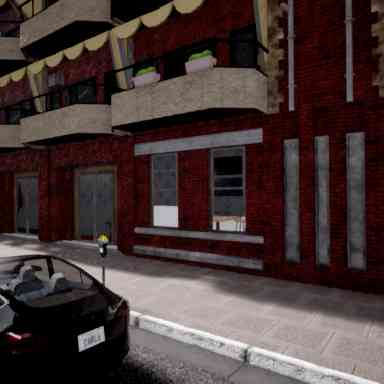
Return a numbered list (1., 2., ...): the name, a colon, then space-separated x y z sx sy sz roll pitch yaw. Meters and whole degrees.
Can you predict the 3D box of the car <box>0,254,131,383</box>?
1. car: -2.739 1.567 4.681 4.313 1.339 1.947 0 -1 35
